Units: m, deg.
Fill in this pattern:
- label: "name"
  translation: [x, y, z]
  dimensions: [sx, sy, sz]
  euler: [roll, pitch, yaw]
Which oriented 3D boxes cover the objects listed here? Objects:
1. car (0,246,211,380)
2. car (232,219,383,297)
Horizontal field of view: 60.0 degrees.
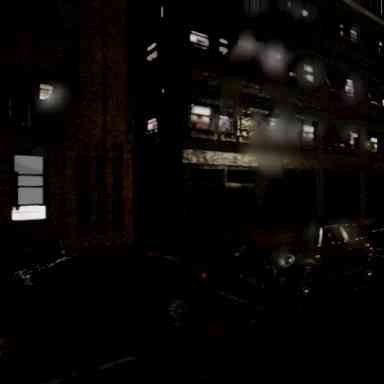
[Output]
- label: "car"
  translation: [-1.595, 1.594, 5.394]
  dimensions: [4.206, 1.307, 1.802]
  euler: [0, -1, -36]
- label: "car"
  translation: [2.964, 1.489, 8.650]
  dimensions: [4.097, 1.590, 1.967]
  euler: [0, -1, -36]
